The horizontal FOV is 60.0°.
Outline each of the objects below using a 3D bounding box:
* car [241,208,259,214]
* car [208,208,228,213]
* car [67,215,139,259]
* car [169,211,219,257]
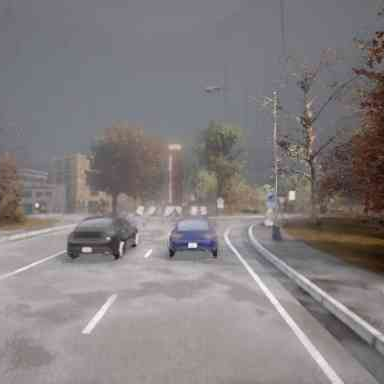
[{"bbox_3d":[13.399,4.445,78.360,4.718,1.301,1.895,-3,-4,45],"label":"car"},{"bbox_3d":[5.854,4.479,79.820,5.357,1.411,2.033,-1,-3,24],"label":"car"},{"bbox_3d":[-3.401,1.699,13.456,1.837,1.490,4.892,0,-1,2],"label":"car"},{"bbox_3d":[0.118,1.723,13.817,1.812,1.442,4.674,0,-1,2],"label":"car"}]
